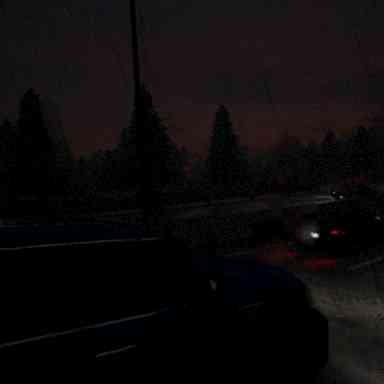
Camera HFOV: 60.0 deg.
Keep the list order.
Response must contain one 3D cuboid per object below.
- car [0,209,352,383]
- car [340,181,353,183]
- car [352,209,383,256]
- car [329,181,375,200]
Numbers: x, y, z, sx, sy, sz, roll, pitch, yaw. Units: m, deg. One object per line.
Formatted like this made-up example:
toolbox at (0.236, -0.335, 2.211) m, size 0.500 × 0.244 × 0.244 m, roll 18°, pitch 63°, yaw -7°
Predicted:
car at (-1.166, 1.224, 2.914) m, size 5.566 × 2.045 × 2.150 m, roll -1°, pitch 0°, yaw -36°
car at (17.601, -0.431, 37.857) m, size 4.892 × 1.490 × 1.837 m, roll -4°, pitch 3°, yaw -35°
car at (5.661, 1.305, 12.085) m, size 4.181 × 1.385 × 1.994 m, roll -3°, pitch 2°, yaw -35°
car at (15.704, 0.007, 32.288) m, size 4.718 × 1.301 × 1.895 m, roll -5°, pitch 3°, yaw -35°
